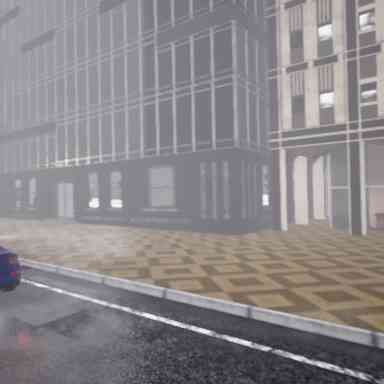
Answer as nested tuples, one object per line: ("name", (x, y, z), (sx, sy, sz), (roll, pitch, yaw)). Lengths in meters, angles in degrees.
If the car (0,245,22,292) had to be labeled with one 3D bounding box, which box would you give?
("car", (-5.826, 1.600, 7.834), (4.674, 1.442, 1.812), (0, 0, 35))
